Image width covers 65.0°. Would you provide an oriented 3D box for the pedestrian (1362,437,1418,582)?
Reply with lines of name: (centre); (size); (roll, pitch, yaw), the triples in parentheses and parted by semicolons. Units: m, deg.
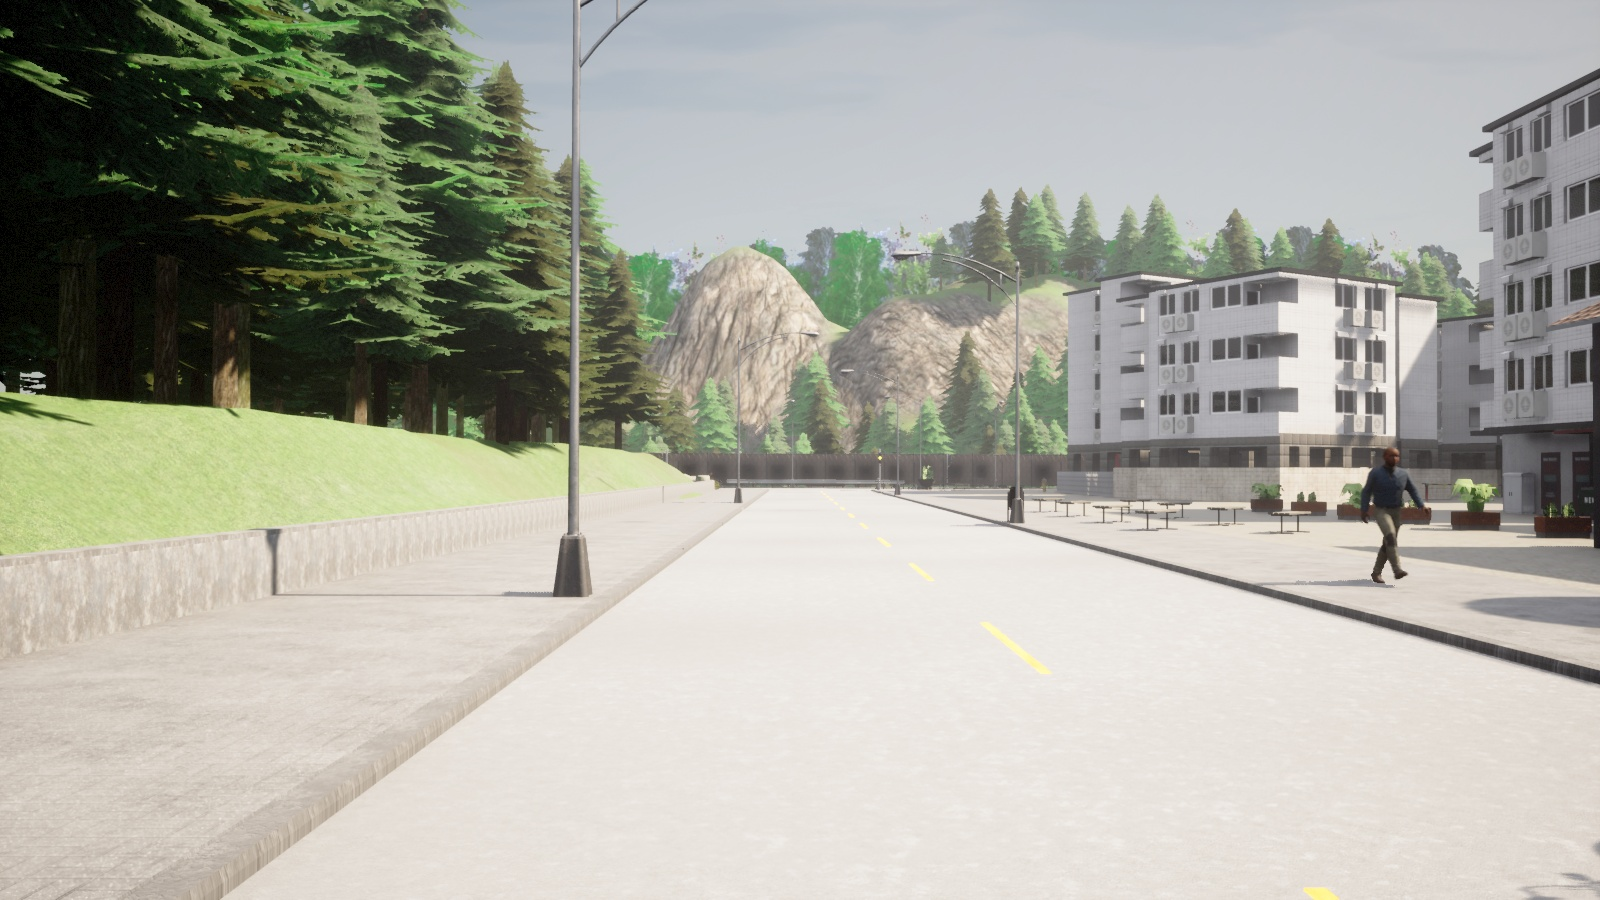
pedestrian: (7.681, 0.763, 16.370); (0.370, 1.835, 0.726); (0, -1, 1)
